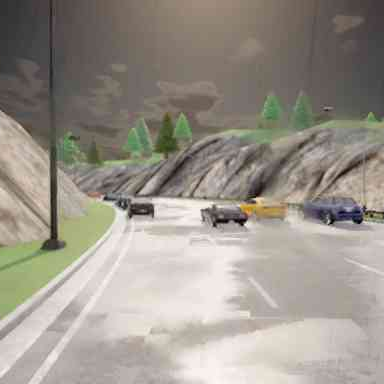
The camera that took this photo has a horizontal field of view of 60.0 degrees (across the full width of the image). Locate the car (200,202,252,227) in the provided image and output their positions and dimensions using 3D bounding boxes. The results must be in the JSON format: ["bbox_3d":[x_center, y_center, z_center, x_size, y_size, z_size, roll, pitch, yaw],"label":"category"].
[{"bbox_3d":[1.773,1.316,20.121,1.895,1.301,4.718,0,1,-9],"label":"car"}]

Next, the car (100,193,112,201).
[{"bbox_3d":[-13.467,0.841,55.609,1.994,1.385,4.181,-1,1,-28],"label":"car"}]

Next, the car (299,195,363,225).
[{"bbox_3d":[8.647,1.030,21.130,2.097,1.767,4.553,0,1,-9],"label":"car"}]

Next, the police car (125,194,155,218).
[{"bbox_3d":[-4.008,1.079,25.932,1.930,1.638,5.238,0,1,-13],"label":"police car"}]

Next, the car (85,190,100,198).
[{"bbox_3d":[-20.000,0.343,67.081,2.097,1.767,4.553,-1,1,-32],"label":"car"}]

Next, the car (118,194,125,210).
[{"bbox_3d":[-6.332,1.045,34.790,1.837,1.490,4.892,0,1,-17],"label":"car"}]

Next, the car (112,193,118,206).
[{"bbox_3d":[-8.059,0.951,40.075,1.882,1.535,5.008,0,1,-19],"label":"car"}]

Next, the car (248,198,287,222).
[{"bbox_3d":[4.772,1.142,23.085,1.882,1.535,5.008,0,1,-10],"label":"car"}]
